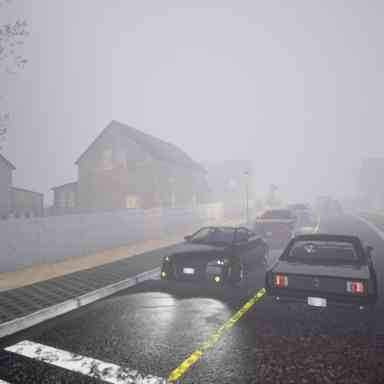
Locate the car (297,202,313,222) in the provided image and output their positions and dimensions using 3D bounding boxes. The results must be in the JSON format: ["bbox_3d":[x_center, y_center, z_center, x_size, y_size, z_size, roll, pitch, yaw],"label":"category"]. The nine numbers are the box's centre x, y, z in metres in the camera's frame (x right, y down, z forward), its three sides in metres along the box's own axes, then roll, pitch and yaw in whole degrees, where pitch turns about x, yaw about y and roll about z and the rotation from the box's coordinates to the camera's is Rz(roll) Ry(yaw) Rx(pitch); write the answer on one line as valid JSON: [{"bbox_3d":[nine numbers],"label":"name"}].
[{"bbox_3d":[8.351,1.680,26.328,1.882,1.535,5.008,-2,-1,22],"label":"car"}]

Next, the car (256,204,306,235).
[{"bbox_3d":[4.557,1.630,17.468,1.882,1.535,5.008,-2,-1,24],"label":"car"}]

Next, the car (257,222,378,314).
[{"bbox_3d":[3.174,1.630,7.771,1.895,1.301,4.718,-2,-1,27],"label":"car"}]

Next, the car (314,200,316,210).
[{"bbox_3d":[12.030,1.827,35.938,2.033,1.411,5.357,-2,-1,20],"label":"car"}]

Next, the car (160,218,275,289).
[{"bbox_3d":[0.819,1.687,9.631,1.994,1.385,4.181,-2,-1,27],"label":"car"}]

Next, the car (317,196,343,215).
[{"bbox_3d":[15.347,1.575,36.842,2.097,1.767,4.553,-2,-1,19],"label":"car"}]

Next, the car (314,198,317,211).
[{"bbox_3d":[18.267,1.553,46.158,2.150,2.045,5.566,-1,-1,16],"label":"car"}]
